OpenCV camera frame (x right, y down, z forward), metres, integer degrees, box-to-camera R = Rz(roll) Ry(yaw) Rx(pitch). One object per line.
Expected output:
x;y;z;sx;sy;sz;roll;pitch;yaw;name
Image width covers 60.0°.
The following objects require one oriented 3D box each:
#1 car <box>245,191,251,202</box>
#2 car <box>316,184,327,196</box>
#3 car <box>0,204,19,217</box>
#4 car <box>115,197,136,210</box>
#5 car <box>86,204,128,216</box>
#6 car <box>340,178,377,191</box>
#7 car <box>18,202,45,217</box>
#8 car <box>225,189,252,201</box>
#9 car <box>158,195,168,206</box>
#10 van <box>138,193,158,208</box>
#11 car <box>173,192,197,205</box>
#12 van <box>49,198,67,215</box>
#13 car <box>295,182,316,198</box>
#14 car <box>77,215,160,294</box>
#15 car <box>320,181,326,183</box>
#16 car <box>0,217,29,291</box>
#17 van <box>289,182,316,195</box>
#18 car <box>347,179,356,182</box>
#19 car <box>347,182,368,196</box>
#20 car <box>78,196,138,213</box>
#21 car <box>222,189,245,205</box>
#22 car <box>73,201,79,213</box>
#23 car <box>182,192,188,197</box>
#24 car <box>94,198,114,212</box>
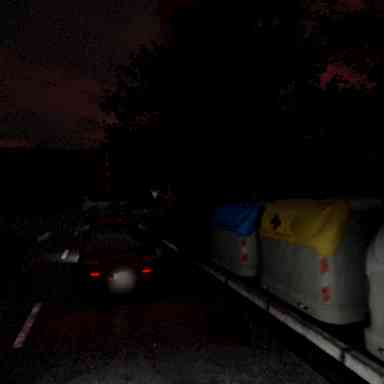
5.760;0.783;36.081;2.002;1.452;4.674;-4;1;-17;car
13.614;0.253;38.484;2.163;1.488;4.792;-4;1;-17;car
-22.494;2.252;41.041;2.185;1.767;4.553;-4;1;-17;car
-9.125;1.496;45.185;2.163;1.488;4.792;-4;1;-17;car
-5.212;1.718;20.268;1.882;1.535;5.008;0;-1;-15;car
28.284;-1.253;56.721;2.435;2.045;5.566;-4;1;-17;car
-19.803;2.070;41.810;2.185;1.767;4.553;-4;1;-17;car
6.905;0.412;50.158;2.163;1.488;4.792;-4;1;-17;car
-3.764;1.131;46.787;2.163;1.488;4.792;-4;1;-17;car
-6.495;1.058;46.092;1.878;1.987;4.442;-4;1;-17;van
-1.048;0.917;47.466;1.946;1.575;5.366;-4;1;-17;car
-17.182;1.788;42.777;1.878;1.987;4.442;-4;1;-17;van
10.928;0.146;37.710;2.435;2.045;5.566;-4;1;-17;car
-2.041;1.583;8.967;1.812;1.442;4.674;0;-1;-15;car
20.270;-0.485;54.278;2.231;1.521;4.892;-4;1;-17;car
-5.099;1.562;7.589;2.128;1.511;4.902;0;-1;-15;car
17.621;-0.538;53.329;1.878;1.987;4.442;-4;1;-17;van
25.602;-0.958;55.955;2.185;1.767;4.553;-4;1;-17;car
18.912;-0.121;40.163;2.097;1.535;5.008;-4;1;-17;car
-9.258;1.396;36.638;5.566;2.045;2.150;-4;1;-17;car
2.963;0.679;35.240;2.435;2.045;5.566;-4;1;-17;car
-14.463;1.831;43.505;2.097;1.535;5.008;-4;1;-17;car
0.427;0.852;34.452;2.435;2.045;5.566;-4;1;-17;car
-11.796;1.678;44.357;2.163;1.488;4.792;-4;1;-17;car
